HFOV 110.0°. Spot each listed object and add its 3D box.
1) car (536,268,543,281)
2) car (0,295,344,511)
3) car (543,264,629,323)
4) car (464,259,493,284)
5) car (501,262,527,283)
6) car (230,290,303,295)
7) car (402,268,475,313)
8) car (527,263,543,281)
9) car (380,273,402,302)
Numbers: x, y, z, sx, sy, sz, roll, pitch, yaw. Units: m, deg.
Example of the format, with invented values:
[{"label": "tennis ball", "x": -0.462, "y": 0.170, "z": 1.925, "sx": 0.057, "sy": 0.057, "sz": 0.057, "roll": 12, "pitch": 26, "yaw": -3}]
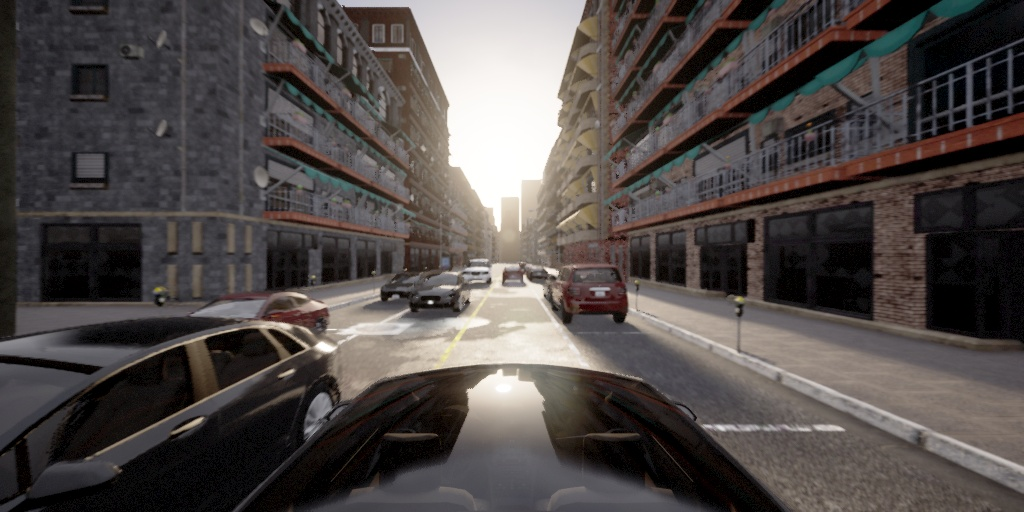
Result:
[{"label": "car", "x": 2.523, "y": 1.493, "z": 18.275, "sx": 2.007, "sy": 1.370, "sz": 4.403, "roll": 0, "pitch": 0, "yaw": 0}, {"label": "car", "x": -2.848, "y": 1.261, "z": 2.237, "sx": 1.837, "sy": 1.490, "sz": 4.892, "roll": 0, "pitch": -1, "yaw": 0}, {"label": "car", "x": 2.527, "y": 1.191, "z": 12.611, "sx": 2.192, "sy": 1.841, "sz": 5.009, "roll": 0, "pitch": 0, "yaw": 0}, {"label": "car", "x": -2.866, "y": 1.308, "z": 31.050, "sx": 2.150, "sy": 2.045, "sz": 5.566, "roll": 0, "pitch": 0, "yaw": 0}, {"label": "car", "x": 0.072, "y": 1.589, "z": 32.481, "sx": 1.882, "sy": 1.535, "sz": 5.008, "roll": 0, "pitch": -1, "yaw": 0}, {"label": "car", "x": -5.318, "y": 1.398, "z": 7.321, "sx": 1.802, "sy": 1.307, "sz": 4.207, "roll": 0, "pitch": 0, "yaw": 0}, {"label": "car", "x": -2.841, "y": 1.410, "z": 14.977, "sx": 1.837, "sy": 1.490, "sz": 4.892, "roll": 0, "pitch": -1, "yaw": 0}, {"label": "car", "x": 2.513, "y": 1.710, "z": 35.267, "sx": 1.948, "sy": 1.339, "sz": 4.313, "roll": 0, "pitch": 0, "yaw": 0}, {"label": "car", "x": -5.325, "y": 1.513, "z": 18.623, "sx": 1.948, "sy": 1.339, "sz": 4.313, "roll": 0, "pitch": 0, "yaw": 0}]
